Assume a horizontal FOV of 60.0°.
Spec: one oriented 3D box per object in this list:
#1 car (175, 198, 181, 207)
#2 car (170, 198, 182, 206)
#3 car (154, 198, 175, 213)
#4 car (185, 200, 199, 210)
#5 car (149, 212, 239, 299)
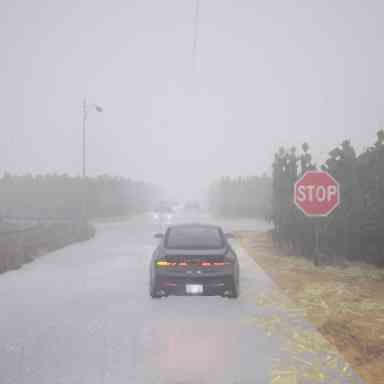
[{"bbox_3d":[-3.307,1.684,53.666,1.882,1.535,5.008,0,-1,0],"label":"car"},{"bbox_3d":[-3.259,2.059,68.926,2.128,1.511,4.902,0,-1,0],"label":"car"},{"bbox_3d":[-3.284,1.658,38.738,1.837,1.490,4.892,0,0,0],"label":"car"},{"bbox_3d":[-0.003,1.755,45.409,1.895,1.301,4.718,0,0,0],"label":"car"},{"bbox_3d":[0.055,1.502,8.448,1.837,1.490,4.892,0,0,0],"label":"car"}]
